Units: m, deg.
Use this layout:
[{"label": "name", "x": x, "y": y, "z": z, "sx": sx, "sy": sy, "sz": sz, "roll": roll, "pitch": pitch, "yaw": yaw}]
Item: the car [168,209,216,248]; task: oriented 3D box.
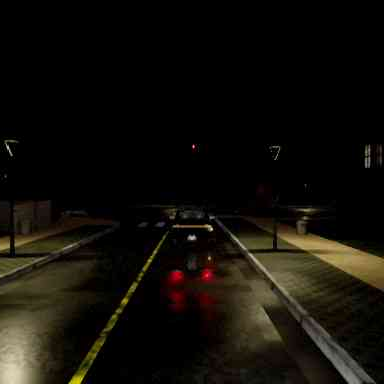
[{"label": "car", "x": 0.000, "y": 1.490, "z": 14.651, "sx": 2.128, "sy": 1.511, "sz": 4.902, "roll": 0, "pitch": 0, "yaw": 0}]
